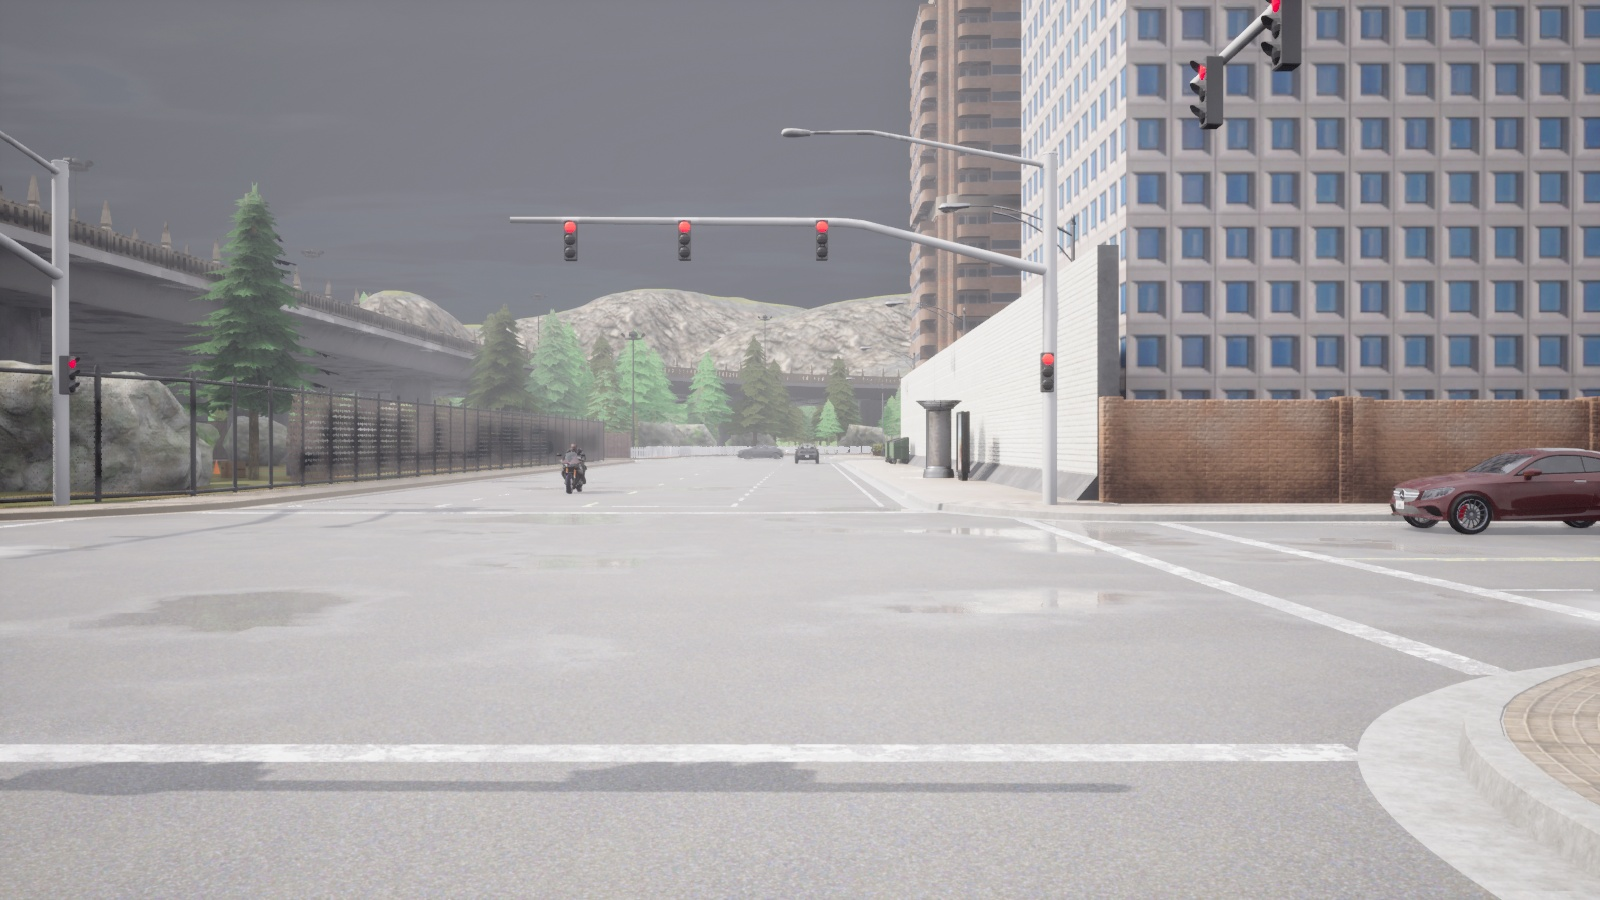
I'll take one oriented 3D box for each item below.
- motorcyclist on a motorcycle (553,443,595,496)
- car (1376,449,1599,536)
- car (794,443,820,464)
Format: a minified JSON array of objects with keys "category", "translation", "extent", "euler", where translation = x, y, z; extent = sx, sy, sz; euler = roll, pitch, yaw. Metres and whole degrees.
[{"category":"motorcyclist on a motorcycle","translation":[-6.779,0.563,37.779],"extent":[0.866,1.530,2.191],"euler":[0,0,0]},{"category":"car","translation":[12.785,0.714,21.879],"extent":[4.674,1.442,1.812],"euler":[0,0,0]},{"category":"car","translation":[0.512,0.246,91.154],"extent":[1.816,1.474,4.193],"euler":[0,0,0]}]
